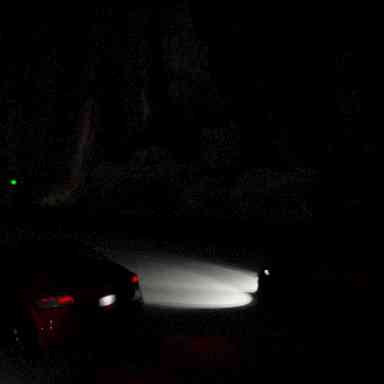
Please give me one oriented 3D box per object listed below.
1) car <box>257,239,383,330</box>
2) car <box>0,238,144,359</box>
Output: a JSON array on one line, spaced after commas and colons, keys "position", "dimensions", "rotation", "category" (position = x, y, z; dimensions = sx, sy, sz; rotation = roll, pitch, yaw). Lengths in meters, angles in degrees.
[{"position": [3.312, 1.563, 5.929], "dimensions": [4.181, 1.385, 1.994], "rotation": [0, 0, 36], "category": "car"}, {"position": [-2.868, 1.553, 6.039], "dimensions": [4.181, 1.385, 1.994], "rotation": [0, 0, 36], "category": "car"}]
